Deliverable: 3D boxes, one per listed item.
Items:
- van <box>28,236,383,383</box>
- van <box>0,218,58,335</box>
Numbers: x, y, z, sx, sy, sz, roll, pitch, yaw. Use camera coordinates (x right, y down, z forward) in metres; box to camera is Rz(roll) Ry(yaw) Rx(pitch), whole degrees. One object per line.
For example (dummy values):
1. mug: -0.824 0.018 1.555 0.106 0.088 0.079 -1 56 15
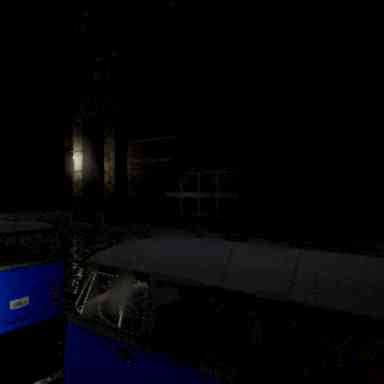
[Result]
1. van: 0.695 1.339 2.468 3.998 1.788 1.690 0 0 35
2. van: -3.928 1.323 5.764 3.998 1.788 1.690 0 0 35
